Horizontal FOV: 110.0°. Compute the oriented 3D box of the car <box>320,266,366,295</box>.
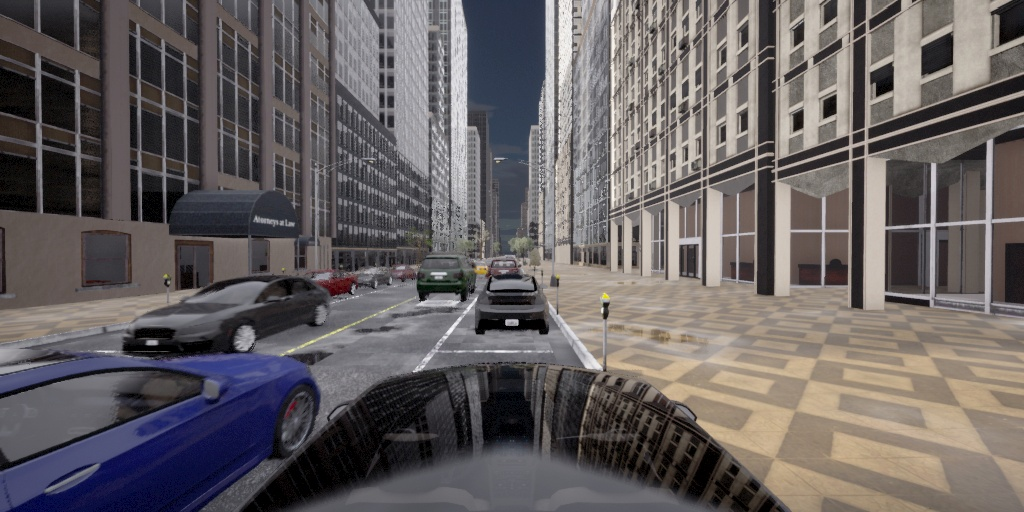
[{"bbox_3d":[-8.837,1.292,16.839,1.888,1.381,4.507,0,0,0],"label":"car"}]

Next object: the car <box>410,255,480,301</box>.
[{"bbox_3d":[-3.042,0.970,17.566,2.150,2.045,5.566,0,0,0],"label":"car"}]

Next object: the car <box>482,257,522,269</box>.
[{"bbox_3d":[-0.457,1.061,22.523,2.192,1.841,5.009,0,0,0],"label":"car"}]

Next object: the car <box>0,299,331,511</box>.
[{"bbox_3d":[-3.040,1.276,2.049,1.812,1.442,4.674,0,0,0],"label":"car"}]

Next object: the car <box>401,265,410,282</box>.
[{"bbox_3d":[-8.837,1.327,28.206,1.802,1.307,4.207,0,0,0],"label":"car"}]

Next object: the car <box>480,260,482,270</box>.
[{"bbox_3d":[-3.144,1.199,35.832,1.801,1.575,5.366,0,0,0],"label":"car"}]

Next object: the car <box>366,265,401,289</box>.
[{"bbox_3d":[-8.838,1.297,22.523,2.007,1.370,4.403,0,0,0],"label":"car"}]

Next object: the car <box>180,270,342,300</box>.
[{"bbox_3d":[-6.248,1.253,8.651,1.837,1.490,4.892,0,0,0],"label":"car"}]

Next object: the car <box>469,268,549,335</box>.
[{"bbox_3d":[-0.001,1.252,10.501,1.837,1.490,4.892,0,0,0],"label":"car"}]
